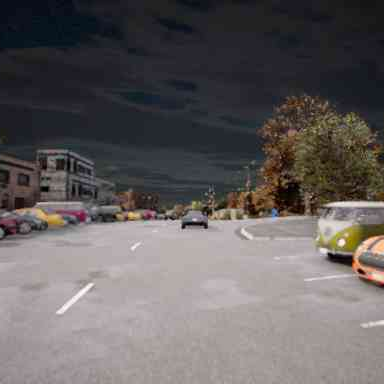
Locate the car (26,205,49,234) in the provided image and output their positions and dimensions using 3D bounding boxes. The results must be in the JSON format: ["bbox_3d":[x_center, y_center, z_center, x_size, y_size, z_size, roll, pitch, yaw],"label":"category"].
[{"bbox_3d":[-11.364,1.725,19.628,4.892,1.521,2.231,0,-2,-20],"label":"car"}]

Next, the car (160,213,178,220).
[{"bbox_3d":[-4.425,4.796,64.872,2.033,1.411,5.357,0,-4,1],"label":"car"}]

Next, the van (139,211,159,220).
[{"bbox_3d":[-10.494,5.767,81.097,4.442,1.987,1.878,1,-5,-19],"label":"van"}]

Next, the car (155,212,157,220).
[{"bbox_3d":[-10.698,5.177,72.281,4.553,1.767,2.185,1,-4,-19],"label":"car"}]

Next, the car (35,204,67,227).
[{"bbox_3d":[-11.512,1.825,22.483,5.366,1.575,1.946,0,-2,-20],"label":"car"}]

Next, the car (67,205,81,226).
[{"bbox_3d":[-11.326,1.953,25.473,4.892,1.521,2.231,0,-3,-20],"label":"car"}]

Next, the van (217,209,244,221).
[{"bbox_3d":[7.026,4.164,60.260,4.442,1.987,1.878,2,-5,-19],"label":"van"}]

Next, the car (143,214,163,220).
[{"bbox_3d":[-10.478,6.691,89.808,4.892,1.521,2.231,1,-5,-19],"label":"car"}]

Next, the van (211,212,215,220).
[{"bbox_3d":[6.937,4.828,68.980,4.442,1.987,1.878,2,-4,-19],"label":"van"}]

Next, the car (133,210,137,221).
[{"bbox_3d":[-11.241,3.518,48.810,5.366,1.575,1.946,1,-4,-19],"label":"car"}]

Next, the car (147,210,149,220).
[{"bbox_3d":[-10.888,4.406,60.566,4.892,1.521,2.231,1,-4,-19],"label":"car"}]

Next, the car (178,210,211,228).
[{"bbox_3d":[0.209,2.060,26.018,1.994,1.385,4.181,0,-3,0],"label":"car"}]

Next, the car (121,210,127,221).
[{"bbox_3d":[-11.004,2.863,40.155,5.366,1.575,1.946,1,-5,-19],"label":"car"}]

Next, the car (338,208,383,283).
[{"bbox_3d":[6.442,1.409,8.495,4.553,1.767,2.185,1,0,-20],"label":"car"}]

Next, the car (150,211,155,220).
[{"bbox_3d":[-10.840,4.600,66.422,5.566,2.045,2.435,1,-4,-19],"label":"car"}]

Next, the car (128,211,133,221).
[{"bbox_3d":[-11.132,3.332,45.931,4.792,1.488,2.163,1,-4,-19],"label":"car"}]

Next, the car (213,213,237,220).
[{"bbox_3d":[7.081,5.325,71.941,4.674,1.452,2.002,2,-5,-19],"label":"car"}]

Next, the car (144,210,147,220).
[{"bbox_3d":[-10.905,4.213,57.645,4.792,1.488,2.163,1,-5,-19],"label":"car"}]

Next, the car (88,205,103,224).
[{"bbox_3d":[-11.261,2.258,31.310,4.892,1.521,2.231,0,-3,-19],"label":"car"}]

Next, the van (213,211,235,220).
[{"bbox_3d":[7.239,5.294,74.934,4.442,1.987,1.878,2,-5,-19],"label":"van"}]

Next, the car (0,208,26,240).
[{"bbox_3d":[-11.381,1.641,16.702,5.008,1.535,2.097,0,-1,-20],"label":"car"}]

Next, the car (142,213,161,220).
[{"bbox_3d":[-10.547,6.331,86.888,4.553,1.767,2.185,1,-5,-19],"label":"car"}]

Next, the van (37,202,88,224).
[{"bbox_3d":[-11.407,1.869,28.364,4.442,1.987,1.878,0,-3,-20],"label":"van"}]

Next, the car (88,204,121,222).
[{"bbox_3d":[-11.190,2.396,37.193,5.566,2.045,2.435,1,-4,-19],"label":"car"}]

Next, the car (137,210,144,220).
[{"bbox_3d":[-11.155,3.957,54.654,5.366,1.575,1.946,1,-4,-19],"label":"car"}]

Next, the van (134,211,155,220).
[{"bbox_3d":[-10.795,5.304,75.163,4.442,1.987,1.878,1,-4,-19],"label":"van"}]

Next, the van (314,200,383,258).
[{"bbox_3d":[6.308,1.335,11.439,4.442,1.987,1.878,1,-1,-20],"label":"van"}]

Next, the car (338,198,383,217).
[{"bbox_3d":[18.255,1.642,35.303,4.553,1.767,2.097,-2,-3,-14],"label":"car"}]

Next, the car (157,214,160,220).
[{"bbox_3d":[-10.635,5.760,78.112,5.008,1.535,2.097,1,-4,-19],"label":"car"}]

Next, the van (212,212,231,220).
[{"bbox_3d":[7.364,5.989,83.742,4.442,1.987,1.878,2,-5,-19],"label":"van"}]

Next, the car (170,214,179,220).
[{"bbox_3d":[-4.189,6.022,80.553,1.994,1.385,4.181,0,-5,1],"label":"car"}]

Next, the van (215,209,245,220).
[{"bbox_3d":[6.765,3.932,57.239,4.442,1.987,1.878,2,-4,-19],"label":"van"}]

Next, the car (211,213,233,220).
[{"bbox_3d":[7.204,5.976,80.746,4.892,1.521,2.231,2,-5,-19],"label":"car"}]

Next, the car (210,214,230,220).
[{"bbox_3d":[7.325,6.473,86.623,4.792,1.488,2.163,2,-5,-19],"label":"car"}]
